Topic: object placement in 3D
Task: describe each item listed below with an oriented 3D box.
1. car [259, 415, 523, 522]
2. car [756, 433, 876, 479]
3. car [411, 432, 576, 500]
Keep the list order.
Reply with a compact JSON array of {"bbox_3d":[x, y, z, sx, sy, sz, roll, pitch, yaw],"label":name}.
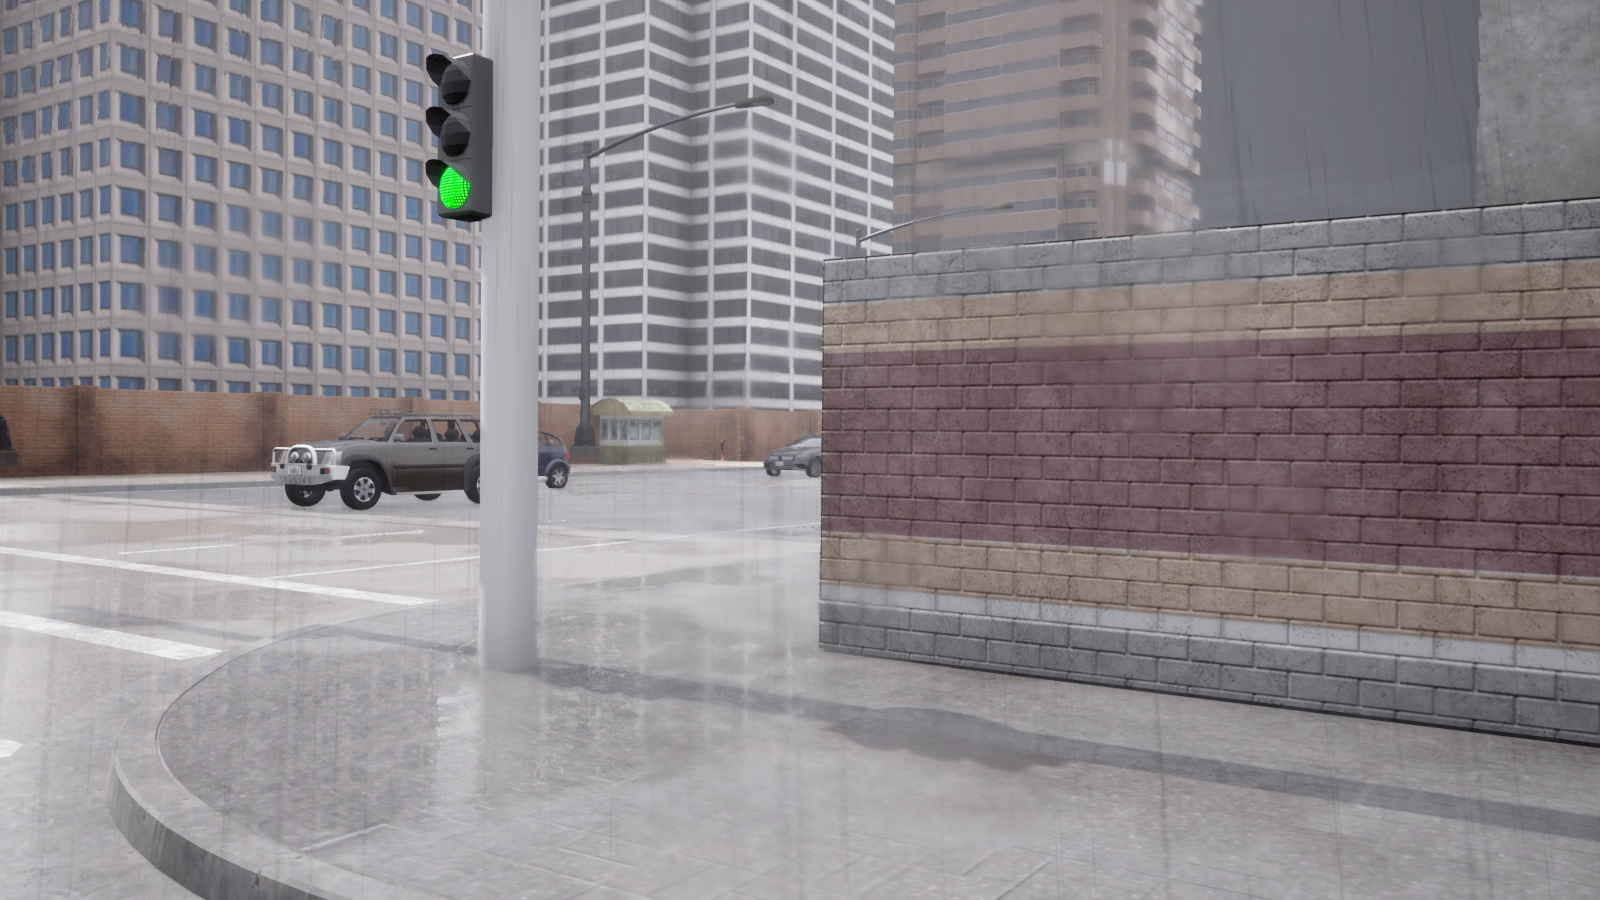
[{"bbox_3d":[-7.761,0.287,24.273,1.932,1.855,4.605,0,1,34],"label":"car"},{"bbox_3d":[0.598,0.167,42.864,1.812,1.442,4.674,0,1,34],"label":"car"},{"bbox_3d":[-7.481,0.356,30.928,1.789,1.549,3.705,0,1,34],"label":"car"}]
